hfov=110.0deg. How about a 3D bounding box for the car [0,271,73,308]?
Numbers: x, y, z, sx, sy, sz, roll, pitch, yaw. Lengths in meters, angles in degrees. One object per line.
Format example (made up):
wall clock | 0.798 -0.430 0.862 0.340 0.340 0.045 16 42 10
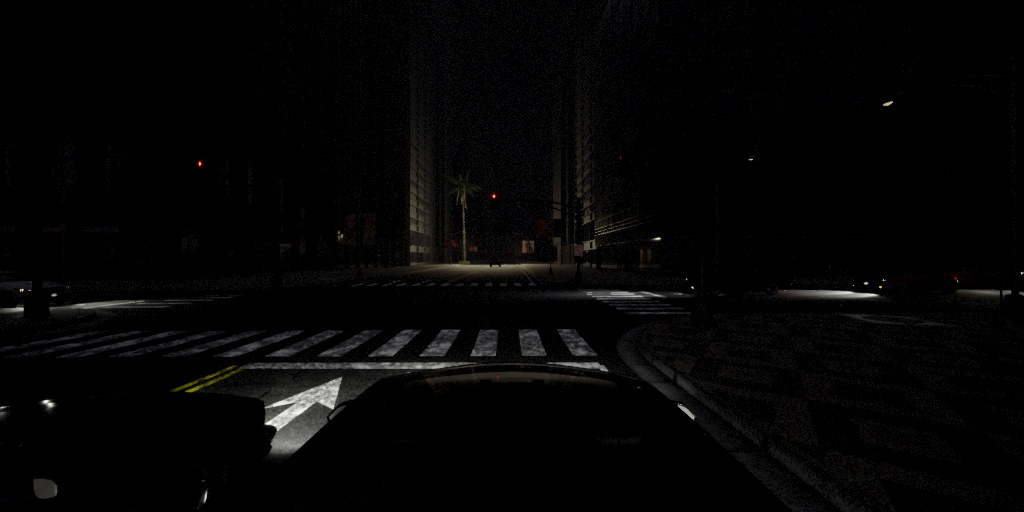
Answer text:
car | -21.383 1.354 14.955 4.674 1.442 1.812 0 0 1

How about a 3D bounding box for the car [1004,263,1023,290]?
car | 29.967 1.012 19.060 4.553 1.767 2.097 0 0 -1

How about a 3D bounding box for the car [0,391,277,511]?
car | -3.175 1.297 0.738 2.033 1.411 5.357 0 0 4

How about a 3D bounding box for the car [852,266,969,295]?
car | 20.621 1.252 18.893 4.181 1.385 1.994 0 0 -1

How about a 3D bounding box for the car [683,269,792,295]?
car | 11.613 1.320 18.739 4.718 1.301 1.895 0 0 -1

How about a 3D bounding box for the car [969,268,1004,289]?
car | 26.419 1.275 21.753 4.207 1.307 1.802 0 0 -1
